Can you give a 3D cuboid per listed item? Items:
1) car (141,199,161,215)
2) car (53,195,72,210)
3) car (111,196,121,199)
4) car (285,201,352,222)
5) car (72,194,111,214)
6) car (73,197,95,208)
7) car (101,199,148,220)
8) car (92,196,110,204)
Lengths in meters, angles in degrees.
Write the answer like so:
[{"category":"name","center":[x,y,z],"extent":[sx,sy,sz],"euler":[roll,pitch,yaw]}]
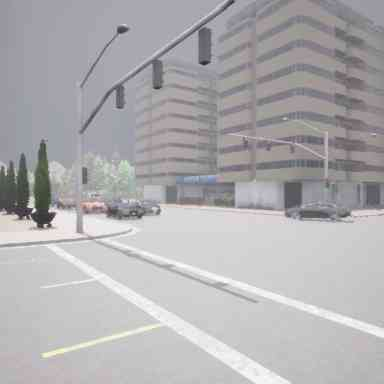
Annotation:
[{"category":"car","center":[-4.830,1.492,32.982],"extent":[2.128,1.511,4.902],"euler":[0,0,-35]},{"category":"car","center":[-16.403,1.526,43.524],"extent":[1.812,1.442,4.674],"euler":[0,0,-35]},{"category":"car","center":[-10.075,1.505,40.538],"extent":[1.837,1.490,4.892],"euler":[0,0,-35]},{"category":"car","center":[9.896,1.491,26.221],"extent":[4.902,1.511,2.128],"euler":[0,1,28]},{"category":"car","center":[-10.763,1.352,35.391],"extent":[2.097,1.767,4.553],"euler":[0,0,-35]},{"category":"car","center":[-15.962,1.505,49.033],"extent":[1.837,1.490,4.892],"euler":[0,0,-34]},{"category":"car","center":[-5.806,1.564,28.258],"extent":[1.994,1.385,4.181],"euler":[0,0,-35]},{"category":"car","center":[-17.473,1.505,63.787],"extent":[1.837,1.490,4.892],"euler":[0,0,-34]}]
